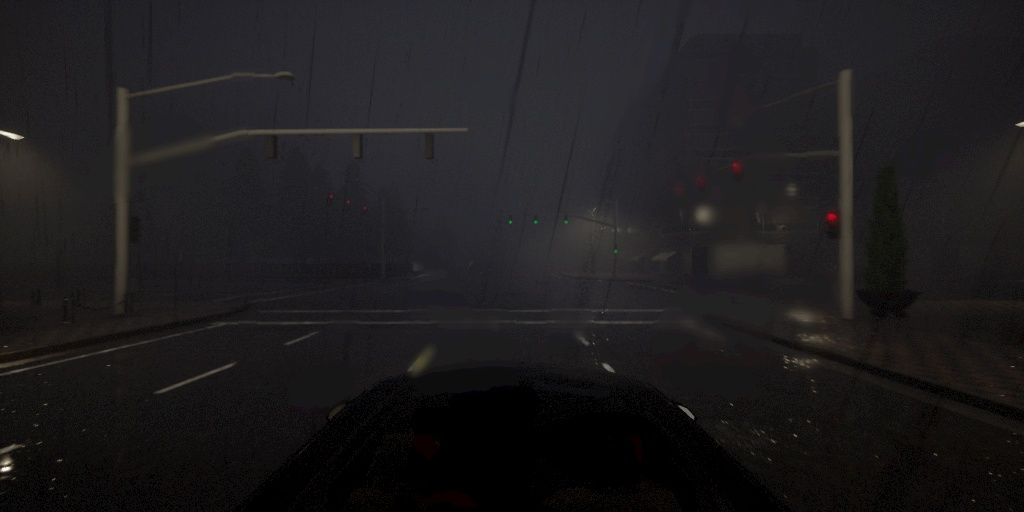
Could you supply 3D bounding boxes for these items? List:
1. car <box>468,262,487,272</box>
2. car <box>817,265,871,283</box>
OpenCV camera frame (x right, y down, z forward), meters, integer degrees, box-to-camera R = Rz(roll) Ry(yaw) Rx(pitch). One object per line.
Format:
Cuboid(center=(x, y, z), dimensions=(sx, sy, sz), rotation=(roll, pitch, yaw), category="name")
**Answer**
Cuboid(center=(-5.345, 1.732, 56.599), dimensions=(1.837, 1.490, 4.892), rotation=(0, -1, 15), category="car")
Cuboid(center=(28.187, 1.523, 29.661), dimensions=(5.008, 1.535, 1.882), rotation=(0, 0, 0), category="car")
